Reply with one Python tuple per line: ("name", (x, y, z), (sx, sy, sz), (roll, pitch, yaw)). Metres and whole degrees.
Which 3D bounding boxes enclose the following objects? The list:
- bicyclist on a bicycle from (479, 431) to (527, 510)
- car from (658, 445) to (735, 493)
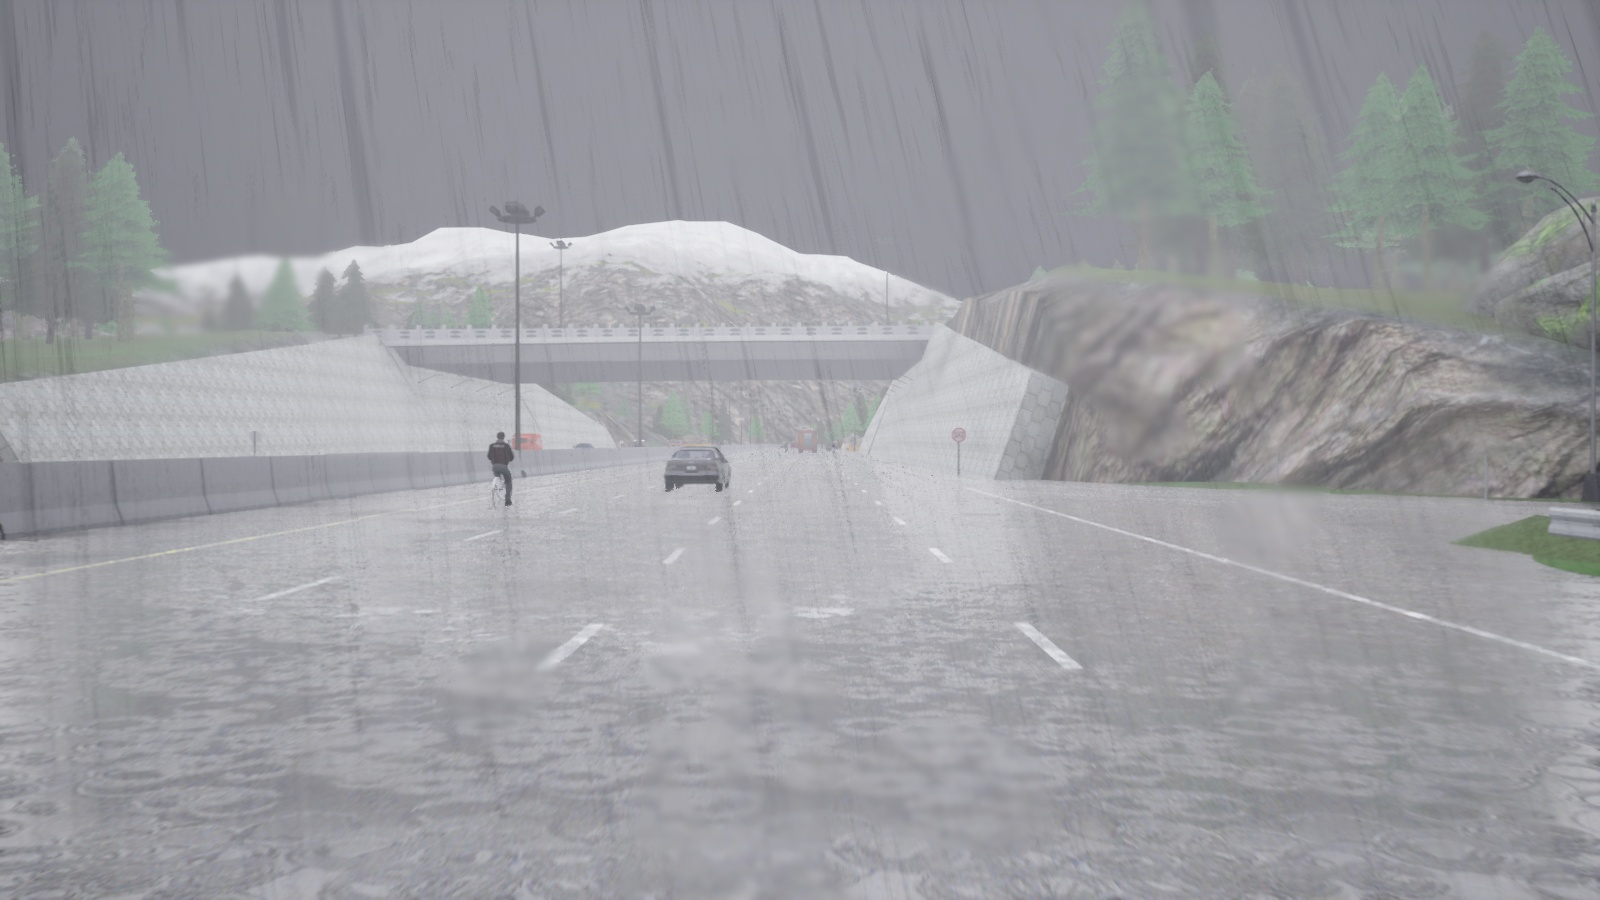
("bicyclist on a bicycle", (-6.820, 0.449, 28.917), (0.659, 1.776, 1.843), (0, 0, 0))
("car", (-3.254, 0.563, 40.499), (2.033, 1.411, 5.357), (0, 0, 0))
